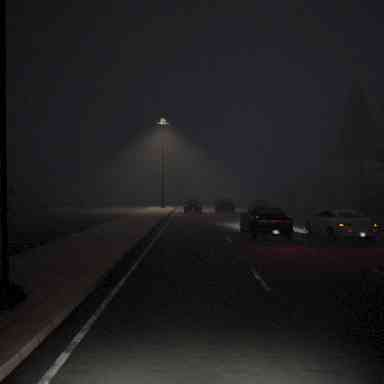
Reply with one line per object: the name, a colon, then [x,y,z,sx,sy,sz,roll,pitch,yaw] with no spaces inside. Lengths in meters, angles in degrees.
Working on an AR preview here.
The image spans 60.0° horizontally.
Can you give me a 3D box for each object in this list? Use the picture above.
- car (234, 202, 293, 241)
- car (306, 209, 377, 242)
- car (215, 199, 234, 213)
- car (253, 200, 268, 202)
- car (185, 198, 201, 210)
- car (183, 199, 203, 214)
car: [3.604,1.491,16.672,2.128,1.511,4.902,0,0,0]
car: [7.103,1.525,16.154,1.812,1.442,4.674,0,0,0]
car: [3.607,1.477,37.309,1.882,1.535,5.008,0,0,0]
car: [7.106,1.547,34.704,2.033,1.411,5.357,0,0,0]
car: [0.107,1.564,44.557,1.994,1.385,4.181,0,0,0]
car: [0.100,1.525,35.797,1.812,1.442,4.674,0,0,0]
